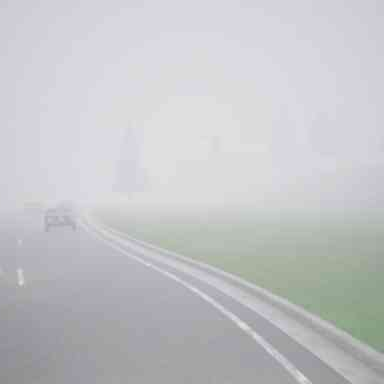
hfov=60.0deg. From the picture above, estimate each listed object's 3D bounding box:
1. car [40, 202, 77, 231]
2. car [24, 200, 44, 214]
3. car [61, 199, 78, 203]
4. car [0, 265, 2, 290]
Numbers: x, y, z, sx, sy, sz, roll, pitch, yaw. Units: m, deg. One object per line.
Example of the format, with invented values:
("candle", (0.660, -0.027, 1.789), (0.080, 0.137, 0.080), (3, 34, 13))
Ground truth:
("car", (-8.633, 1.645, 21.768), (2.033, 1.411, 5.357), (-1, 0, -23))
("car", (-18.717, 1.709, 39.876), (1.882, 1.535, 5.008), (-1, 0, -16))
("car", (-15.601, 1.675, 41.792), (1.837, 1.490, 4.892), (-1, 1, -15))
("car", (-3.998, 1.284, 3.741), (2.150, 2.045, 5.566), (0, 0, -15))
